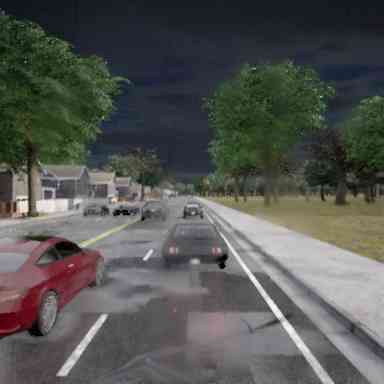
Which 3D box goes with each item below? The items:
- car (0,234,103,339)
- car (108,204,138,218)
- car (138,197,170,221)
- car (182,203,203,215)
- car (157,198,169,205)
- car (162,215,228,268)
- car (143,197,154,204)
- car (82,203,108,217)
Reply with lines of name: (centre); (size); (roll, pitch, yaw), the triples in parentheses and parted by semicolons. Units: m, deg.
car: (-3.172, 1.575, 6.616); (1.812, 1.442, 4.674); (0, 0, 0)
car: (-6.588, 1.845, 33.216); (1.895, 1.301, 4.718); (0, 0, 0)
car: (-3.147, 1.567, 29.317); (2.097, 1.767, 4.553); (0, -1, 0)
car: (0.108, 1.765, 32.534); (1.812, 1.442, 4.674); (0, 0, 0)
car: (-6.479, 2.020, 74.753); (2.128, 1.511, 4.902); (0, 0, 0)
car: (0.097, 1.687, 11.573); (1.895, 1.301, 4.718); (0, 0, 0)
car: (-9.729, 1.968, 75.172); (1.882, 1.535, 5.008); (0, 0, 0)
car: (-9.834, 1.818, 34.466); (1.994, 1.385, 4.181); (0, 0, 0)
